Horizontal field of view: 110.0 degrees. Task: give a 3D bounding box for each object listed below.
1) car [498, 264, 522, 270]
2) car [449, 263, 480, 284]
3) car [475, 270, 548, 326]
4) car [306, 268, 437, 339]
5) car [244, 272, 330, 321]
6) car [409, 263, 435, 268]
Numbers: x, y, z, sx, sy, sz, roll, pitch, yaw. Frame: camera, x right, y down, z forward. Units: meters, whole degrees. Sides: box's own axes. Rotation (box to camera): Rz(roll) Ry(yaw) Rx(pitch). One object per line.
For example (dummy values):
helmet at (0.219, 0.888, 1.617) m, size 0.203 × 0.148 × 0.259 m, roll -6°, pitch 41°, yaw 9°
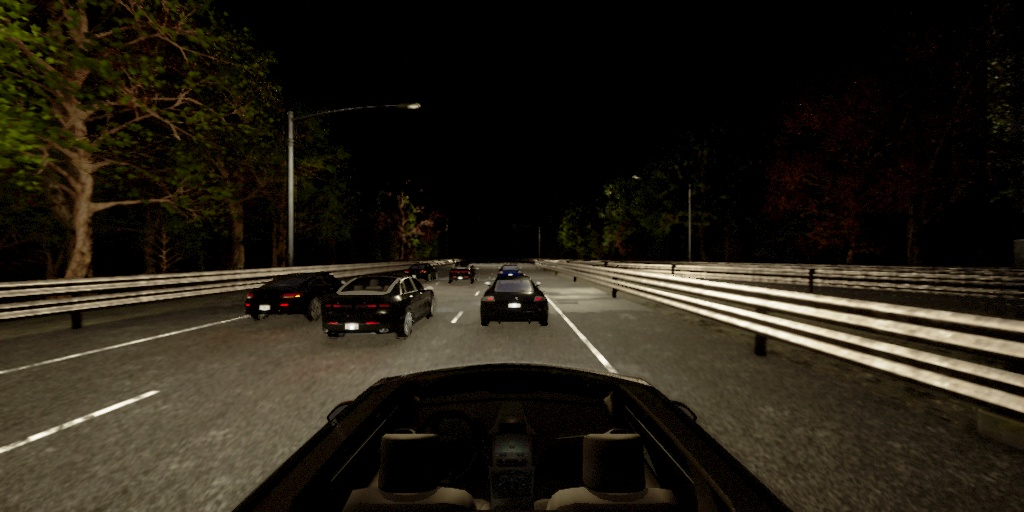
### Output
car at (-0.138, 1.328, 27.851) m, size 1.994 × 1.385 × 4.181 m, roll 0°, pitch 0°, yaw -1°
car at (-3.629, 1.269, 27.287) m, size 1.837 × 1.490 × 4.892 m, roll 0°, pitch 0°, yaw -1°
car at (0.056, 1.316, 11.752) m, size 1.994 × 1.385 × 4.181 m, roll 0°, pitch 0°, yaw 0°
car at (-3.434, 1.257, 10.083) m, size 1.837 × 1.490 × 4.892 m, roll 0°, pitch 0°, yaw 0°
car at (-6.948, 1.281, 12.355) m, size 1.812 × 1.442 × 4.674 m, roll 0°, pitch 0°, yaw 0°
car at (-7.146, 1.293, 28.311) m, size 1.812 × 1.442 × 4.674 m, roll 0°, pitch 0°, yaw -1°
